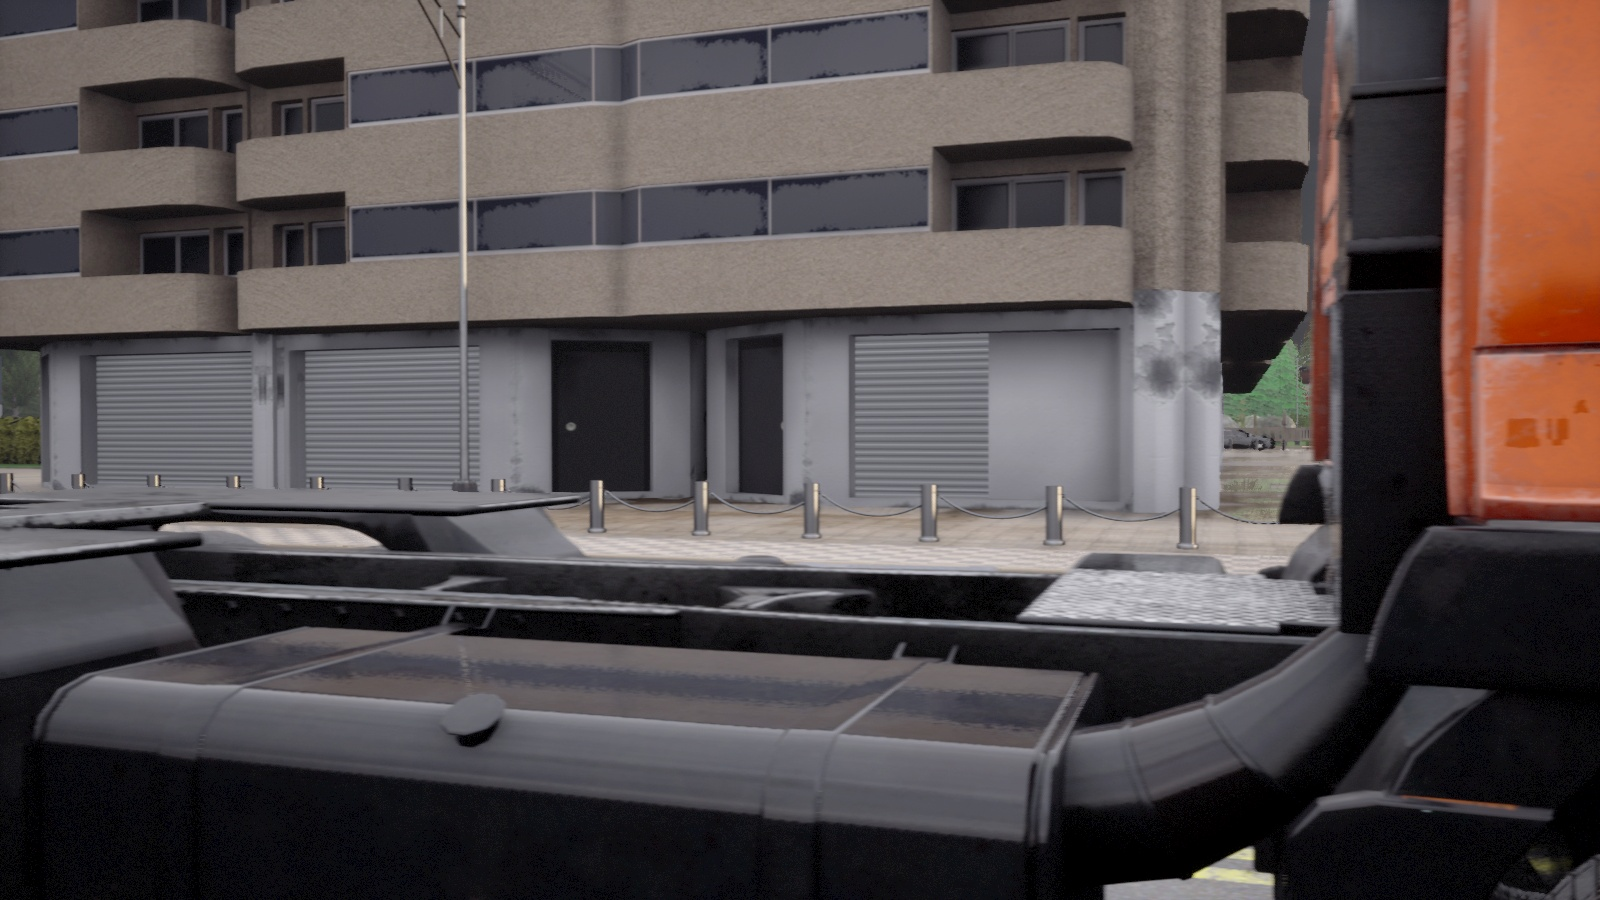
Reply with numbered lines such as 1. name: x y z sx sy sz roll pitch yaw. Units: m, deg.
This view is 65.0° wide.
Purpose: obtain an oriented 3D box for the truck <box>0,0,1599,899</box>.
1. truck: -0.371 -0.213 3.305 7.936 3.462 2.891 1 1 19

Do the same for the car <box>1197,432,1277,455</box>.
1. car: 29.037 -0.444 83.517 4.902 1.511 2.128 0 1 19
